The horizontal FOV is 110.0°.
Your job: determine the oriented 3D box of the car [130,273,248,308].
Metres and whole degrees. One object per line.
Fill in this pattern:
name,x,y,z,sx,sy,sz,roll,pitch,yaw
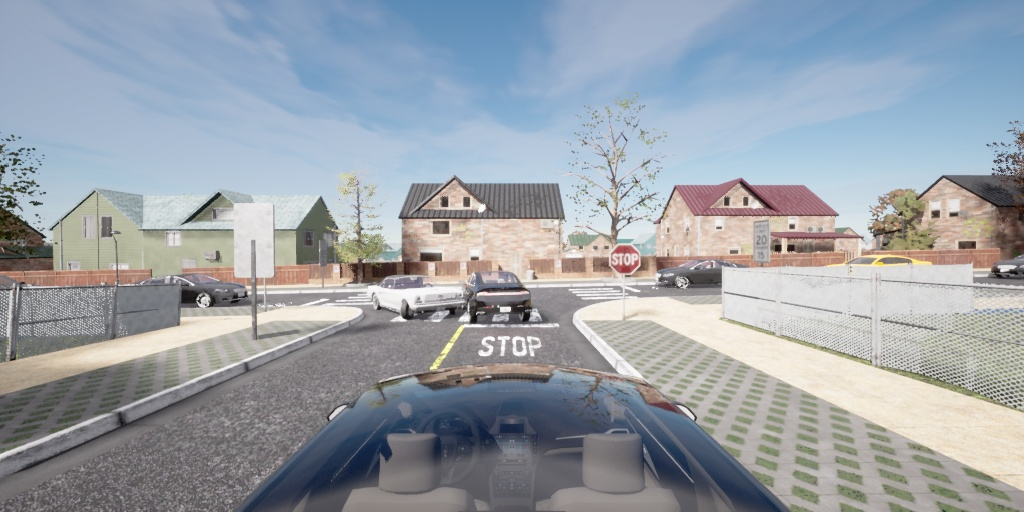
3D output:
car,-14.900,1.566,16.474,4.902,1.511,2.128,-1,1,0

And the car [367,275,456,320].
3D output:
car,-3.600,1.367,12.977,1.895,1.301,4.718,0,0,-38

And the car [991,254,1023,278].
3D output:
car,29.388,0.477,19.595,4.902,1.511,2.128,-1,1,0

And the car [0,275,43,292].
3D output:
car,-24.238,1.648,16.434,4.553,1.767,2.097,-1,1,0

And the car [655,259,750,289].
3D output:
car,10.333,0.925,19.524,4.902,1.511,2.128,-1,1,0

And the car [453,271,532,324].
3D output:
car,-0.684,1.242,12.117,2.128,1.511,4.902,0,0,-12

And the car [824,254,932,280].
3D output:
car,19.763,0.690,19.560,5.008,1.535,1.882,-1,1,-1
